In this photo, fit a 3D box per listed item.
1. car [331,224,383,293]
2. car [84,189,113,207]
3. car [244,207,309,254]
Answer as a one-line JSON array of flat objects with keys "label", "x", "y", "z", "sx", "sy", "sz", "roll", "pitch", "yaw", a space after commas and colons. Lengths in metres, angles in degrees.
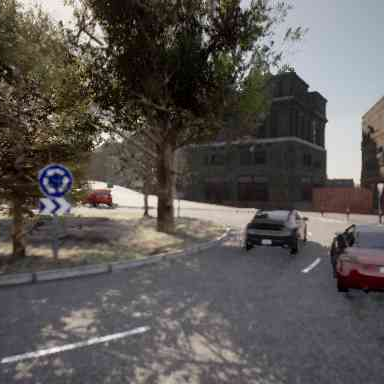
[{"label": "car", "x": 4.653, "y": 1.502, "z": 8.401, "sx": 1.994, "sy": 1.385, "sz": 4.181, "roll": 0, "pitch": 1, "yaw": 22}, {"label": "car", "x": -11.153, "y": 0.648, "z": 38.944, "sx": 2.150, "sy": 2.045, "sz": 5.566, "roll": -1, "pitch": 2, "yaw": -37}, {"label": "car", "x": 3.420, "y": 1.376, "z": 13.181, "sx": 1.837, "sy": 1.490, "sz": 4.892, "roll": 1, "pitch": 1, "yaw": 23}]
